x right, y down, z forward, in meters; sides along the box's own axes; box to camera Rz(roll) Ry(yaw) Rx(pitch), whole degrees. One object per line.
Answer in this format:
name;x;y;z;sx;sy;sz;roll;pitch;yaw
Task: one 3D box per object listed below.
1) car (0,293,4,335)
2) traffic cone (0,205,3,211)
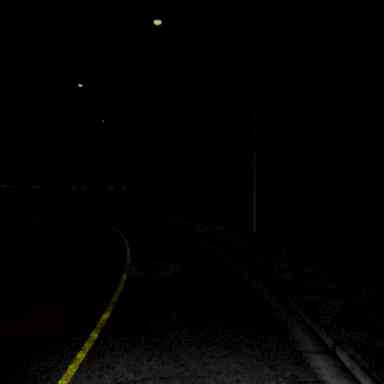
car;-3.217;1.478;2.171;2.128;1.511;4.902;0;0;-2
traffic cone;-19.719;1.643;34.305;0.340;0.580;0.340;1;1;35
